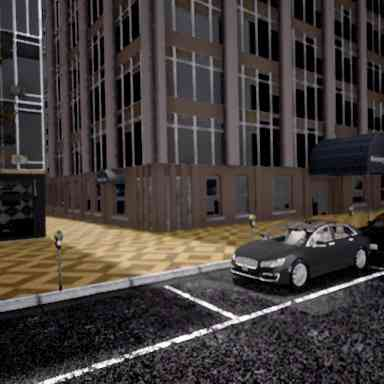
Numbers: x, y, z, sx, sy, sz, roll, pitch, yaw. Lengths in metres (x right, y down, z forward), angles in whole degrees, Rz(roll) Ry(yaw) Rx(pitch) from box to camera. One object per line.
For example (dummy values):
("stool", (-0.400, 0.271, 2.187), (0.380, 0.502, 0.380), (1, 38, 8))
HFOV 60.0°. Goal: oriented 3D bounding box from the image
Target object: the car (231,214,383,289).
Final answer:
("car", (2.959, 1.431, 8.690), (4.403, 1.369, 2.008), (-1, 0, -36))
